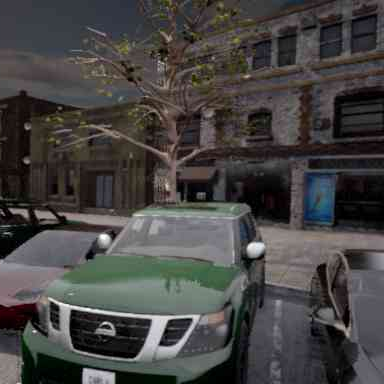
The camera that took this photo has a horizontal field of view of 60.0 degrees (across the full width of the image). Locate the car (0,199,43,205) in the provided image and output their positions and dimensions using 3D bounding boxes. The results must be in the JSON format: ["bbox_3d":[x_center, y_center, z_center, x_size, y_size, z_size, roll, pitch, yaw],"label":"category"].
[{"bbox_3d":[-4.917,1.204,8.938,2.435,2.045,5.566,0,-1,15],"label":"car"}]

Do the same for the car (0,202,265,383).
[{"bbox_3d":[-0.023,1.222,5.396,2.435,2.045,5.566,1,0,15],"label":"car"}]

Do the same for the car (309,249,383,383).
[{"bbox_3d":[2.421,1.512,3.649,2.163,1.488,4.792,1,0,16],"label":"car"}]
